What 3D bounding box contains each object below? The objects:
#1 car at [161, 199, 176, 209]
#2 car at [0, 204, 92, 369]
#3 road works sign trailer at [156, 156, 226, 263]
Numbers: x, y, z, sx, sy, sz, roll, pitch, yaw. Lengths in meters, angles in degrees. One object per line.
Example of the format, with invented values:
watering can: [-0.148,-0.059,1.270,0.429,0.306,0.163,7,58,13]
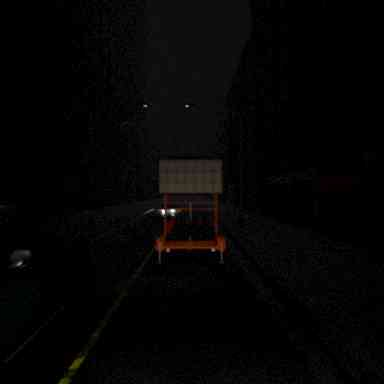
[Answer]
car: [-3.270,1.747,47.900,1.994,1.385,4.181,0,0,0]
car: [-3.116,1.237,4.705,2.150,2.045,5.566,0,0,0]
road works sign trailer: [-0.045,0.505,12.073,2.380,3.560,2.880,0,0,0]
